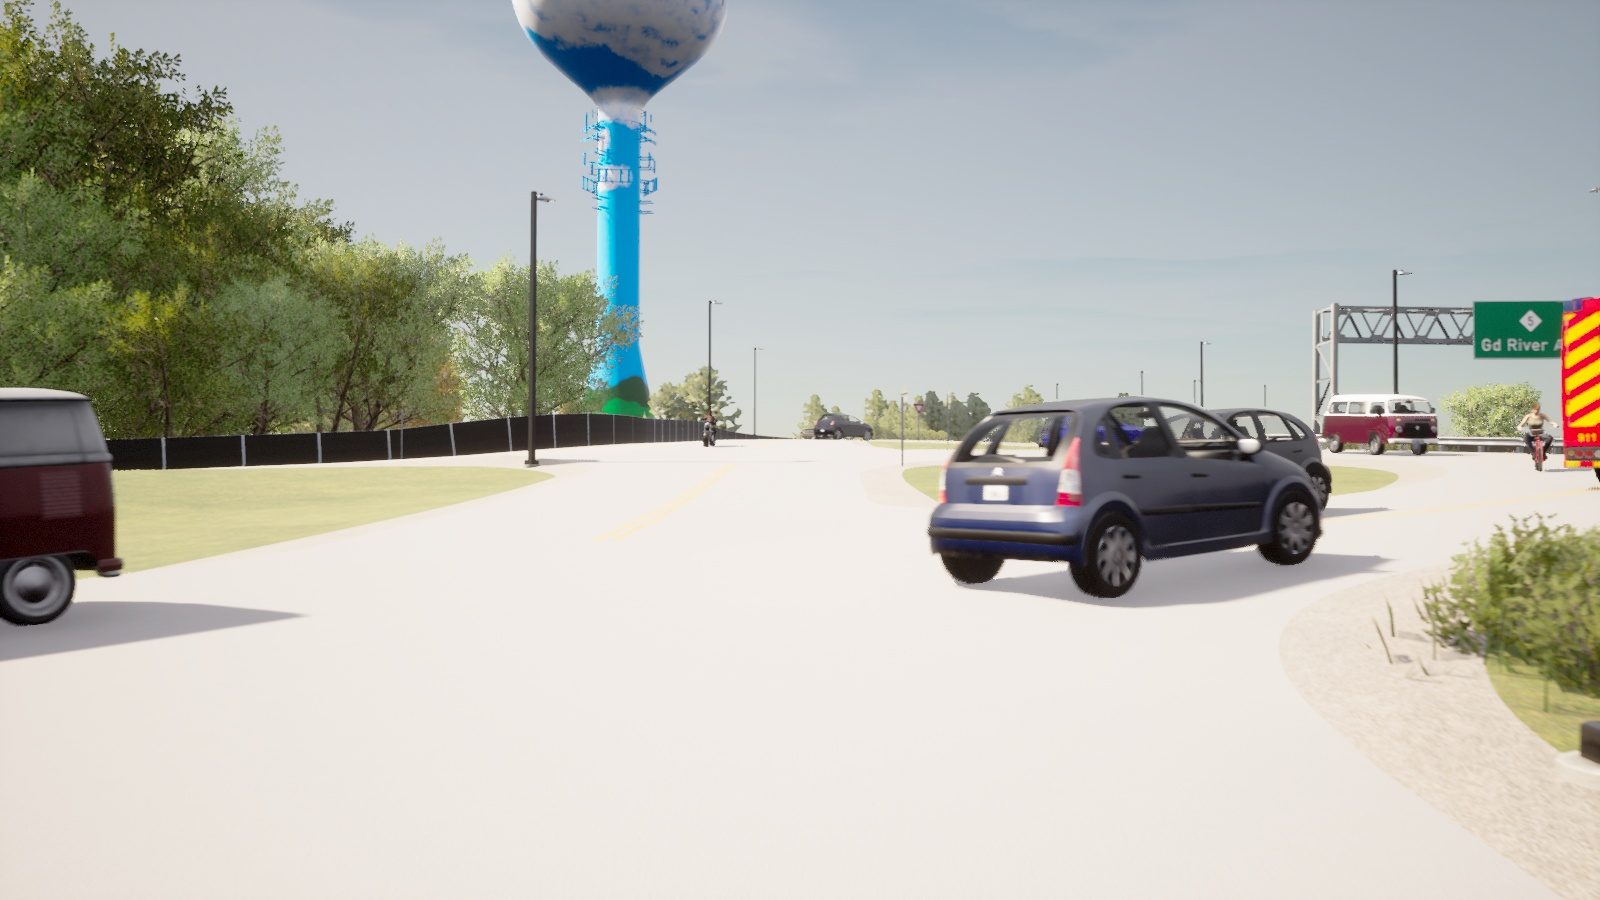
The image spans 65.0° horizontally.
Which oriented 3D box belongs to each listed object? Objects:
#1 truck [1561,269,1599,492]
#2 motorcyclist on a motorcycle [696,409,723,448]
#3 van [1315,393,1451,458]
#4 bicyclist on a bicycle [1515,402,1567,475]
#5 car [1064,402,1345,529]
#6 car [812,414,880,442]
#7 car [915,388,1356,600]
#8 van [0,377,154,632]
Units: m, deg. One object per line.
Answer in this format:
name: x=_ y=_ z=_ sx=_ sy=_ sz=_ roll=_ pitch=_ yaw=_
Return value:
truck: x=17.651 y=-1.317 z=23.503 sx=8.468 sy=3.827 sz=2.891 roll=-2 pitch=1 yaw=-38
motorcyclist on a motorcycle: x=-3.869 y=-0.944 z=53.949 sx=0.766 sy=1.649 sz=2.350 roll=0 pitch=2 yaw=6
van: x=19.481 y=-0.836 z=42.237 sx=2.069 sy=2.038 sz=4.480 roll=0 pitch=2 yaw=-7
bicyclist on a bicycle: x=17.068 y=-0.273 z=28.950 sx=0.866 sy=1.612 sz=1.509 roll=-2 pitch=0 yaw=27
car: x=5.930 y=0.179 z=18.254 sx=3.988 sy=1.617 sz=1.851 roll=-2 pitch=0 yaw=-36
car: x=2.639 y=-1.266 z=71.922 sx=3.633 sy=1.501 sz=1.845 roll=1 pitch=0 yaw=-43
car: x=3.176 y=0.286 z=11.544 sx=3.988 sy=1.617 sz=1.851 roll=-2 pitch=1 yaw=-38
van: x=-7.531 y=0.522 z=9.356 sx=1.775 sy=1.987 sz=4.442 roll=-5 pitch=0 yaw=30
